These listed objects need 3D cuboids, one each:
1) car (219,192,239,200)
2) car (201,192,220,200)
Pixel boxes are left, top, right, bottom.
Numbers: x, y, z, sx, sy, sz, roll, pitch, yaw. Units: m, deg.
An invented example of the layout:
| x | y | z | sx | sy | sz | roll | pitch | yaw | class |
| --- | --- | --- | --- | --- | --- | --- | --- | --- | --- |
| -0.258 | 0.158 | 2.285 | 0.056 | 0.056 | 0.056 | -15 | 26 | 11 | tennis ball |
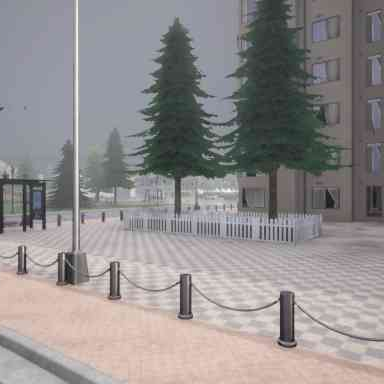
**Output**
| x | y | z | sx | sy | sz | roll | pitch | yaw | class |
| --- | --- | --- | --- | --- | --- | --- | --- | --- | --- |
| 9.602 | 1.374 | 84.687 | 3.633 | 1.501 | 1.845 | 0 | 0 | 35 | car |
| 5.241 | 1.384 | 91.390 | 3.806 | 1.475 | 1.970 | 0 | 0 | 35 | car |
